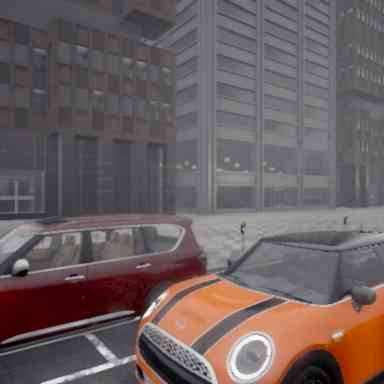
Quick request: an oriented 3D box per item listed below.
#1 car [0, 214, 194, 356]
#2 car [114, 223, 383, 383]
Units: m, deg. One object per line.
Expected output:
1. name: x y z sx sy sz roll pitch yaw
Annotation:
1. car: -2.001 1.324 5.226 5.009 1.841 2.192 0 -1 -36
2. car: 1.551 1.378 4.489 4.553 1.767 2.097 0 0 -36
